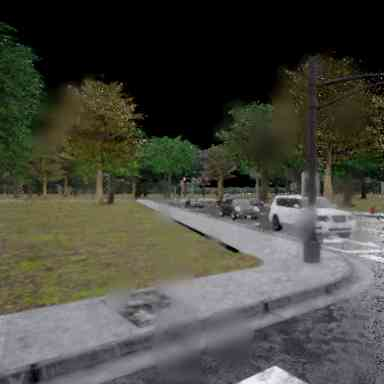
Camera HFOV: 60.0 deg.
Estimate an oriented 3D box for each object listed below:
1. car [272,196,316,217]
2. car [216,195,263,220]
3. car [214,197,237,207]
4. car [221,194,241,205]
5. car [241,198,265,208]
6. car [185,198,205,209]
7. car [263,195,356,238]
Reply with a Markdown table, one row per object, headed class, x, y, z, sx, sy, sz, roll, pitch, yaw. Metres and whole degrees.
| class | x | y | z | sx | sy | sz | roll | pitch | yaw |
| --- | --- | --- | --- | --- | --- | --- | --- | --- | --- |
| car | 9.763 | 1.348 | 32.292 | 2.097 | 1.767 | 4.553 | 0 | 0 | -12 |
| car | 3.913 | 1.324 | 27.710 | 2.097 | 1.767 | 4.553 | 0 | 0 | -12 |
| car | 5.232 | 1.528 | 52.422 | 2.033 | 1.411 | 5.357 | 0 | 0 | -12 |
| car | 6.933 | 1.334 | 59.621 | 2.097 | 1.767 | 4.553 | 0 | 0 | -12 |
| car | 9.083 | 1.598 | 49.911 | 1.895 | 1.301 | 4.718 | 0 | 0 | -12 |
| car | 0.307 | 1.529 | 44.128 | 1.994 | 1.385 | 4.181 | 0 | 0 | -12 |
| car | 6.130 | 1.196 | 17.703 | 2.150 | 2.045 | 5.566 | 0 | 0 | -12 |
